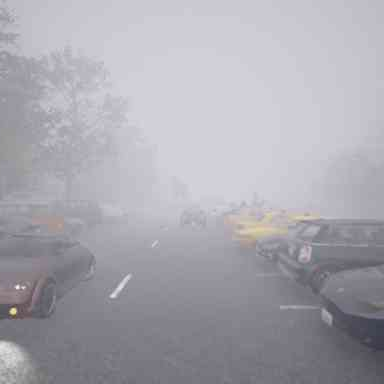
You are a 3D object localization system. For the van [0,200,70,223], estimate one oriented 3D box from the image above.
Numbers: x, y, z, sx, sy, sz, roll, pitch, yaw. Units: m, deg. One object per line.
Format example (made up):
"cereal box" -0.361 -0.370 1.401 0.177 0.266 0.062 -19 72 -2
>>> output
"van" -8.659 1.443 16.256 4.442 1.987 1.878 0 -1 0

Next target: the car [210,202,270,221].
"car" 4.351 1.864 27.436 5.366 1.575 1.946 0 -1 0

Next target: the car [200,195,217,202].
"car" 4.316 1.676 87.873 4.553 1.767 2.185 0 1 0

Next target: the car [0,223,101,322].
"car" -3.601 1.634 7.362 1.994 1.385 4.181 0 -1 0

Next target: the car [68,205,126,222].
"car" -8.541 1.957 30.222 4.674 1.452 2.002 0 -1 0

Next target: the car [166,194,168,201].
"car" -8.987 1.855 79.466 5.366 1.575 1.946 0 0 0

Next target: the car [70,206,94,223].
"car" -8.514 1.748 19.145 4.792 1.488 2.163 0 -1 0

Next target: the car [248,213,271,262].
"car" 4.544 1.591 10.792 4.892 1.521 2.231 0 -1 0

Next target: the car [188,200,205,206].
"car" 0.314 2.127 41.719 1.837 1.490 4.892 0 0 5

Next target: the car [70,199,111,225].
"car" -8.571 1.517 21.919 5.566 2.045 2.435 0 -1 0

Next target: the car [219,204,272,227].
"car" 4.723 1.765 21.885 5.366 1.575 1.946 0 -1 0

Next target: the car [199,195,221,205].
"car" 4.298 1.794 65.581 4.792 1.488 2.163 0 -1 0

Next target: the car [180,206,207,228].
"car" 0.097 1.952 25.440 1.895 1.301 4.718 0 -1 0

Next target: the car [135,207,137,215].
"car" -8.575 1.888 35.640 4.553 1.767 2.185 0 -1 0

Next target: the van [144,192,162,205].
"van" -8.685 1.539 65.510 4.442 1.987 1.878 1 0 0

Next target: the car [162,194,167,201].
"car" -8.989 1.852 76.670 5.366 1.575 1.946 0 0 0

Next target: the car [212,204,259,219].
"car" 4.565 2.046 35.762 4.792 1.488 2.163 0 -1 0

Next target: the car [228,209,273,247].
"car" 4.353 1.624 13.560 5.366 1.575 1.946 0 -1 0

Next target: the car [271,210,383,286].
"car" 4.507 1.432 8.014 4.553 1.767 2.185 0 -1 0

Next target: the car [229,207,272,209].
"car" 4.723 1.666 16.212 5.366 1.575 1.946 0 -1 0

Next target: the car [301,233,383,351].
"car" 4.509 1.559 5.240 4.792 1.488 2.163 0 -1 0

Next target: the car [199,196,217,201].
"car" 4.316 1.793 90.663 4.792 1.488 2.163 0 1 0

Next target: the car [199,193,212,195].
"car" 4.241 1.697 71.152 4.553 1.767 2.185 0 0 0

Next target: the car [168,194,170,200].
"car" -8.792 1.830 84.913 5.008 1.535 2.097 0 0 0

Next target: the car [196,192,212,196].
"car" 4.248 1.605 76.725 5.566 2.045 2.435 0 0 0

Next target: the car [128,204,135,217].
"car" -8.514 1.996 32.992 4.792 1.488 2.163 0 -1 0

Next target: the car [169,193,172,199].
"car" -8.787 1.764 90.620 4.892 1.521 2.231 0 1 0

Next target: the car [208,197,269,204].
"car" 4.508 1.666 30.216 5.566 2.045 2.435 0 -1 0

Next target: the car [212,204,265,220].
"car" 4.531 1.967 32.987 5.008 1.535 2.097 0 -1 0

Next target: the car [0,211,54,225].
"car" -8.571 1.655 13.481 4.792 1.488 2.163 0 -1 0

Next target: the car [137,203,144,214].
"car" -8.539 2.063 38.409 5.008 1.535 2.097 0 -1 0

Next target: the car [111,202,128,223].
"car" -8.358 1.864 27.453 5.366 1.575 1.946 0 -1 0

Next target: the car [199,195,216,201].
"car" 4.260 1.746 93.450 4.792 1.488 2.163 0 1 0

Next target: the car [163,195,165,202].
"car" -8.810 1.860 70.966 4.674 1.452 2.002 0 -1 0

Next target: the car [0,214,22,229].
"car" -8.571 1.619 10.842 4.792 1.488 2.163 0 -1 0

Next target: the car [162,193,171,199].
"car" -8.790 1.802 87.703 5.008 1.535 2.097 0 1 0
